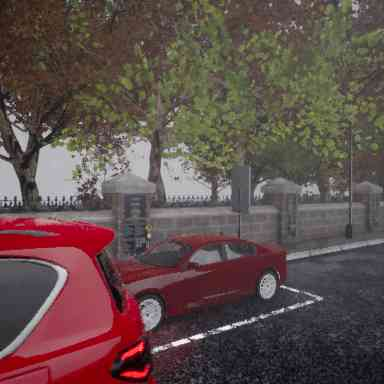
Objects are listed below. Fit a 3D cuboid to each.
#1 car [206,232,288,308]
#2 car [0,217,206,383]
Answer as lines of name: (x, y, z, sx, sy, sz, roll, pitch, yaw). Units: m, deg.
car: (0.013, 1.545, 6.715, 4.507, 1.381, 1.887, 0, 0, -35)
car: (-2.815, 1.221, 1.386, 5.566, 2.045, 2.150, 0, 0, -35)
